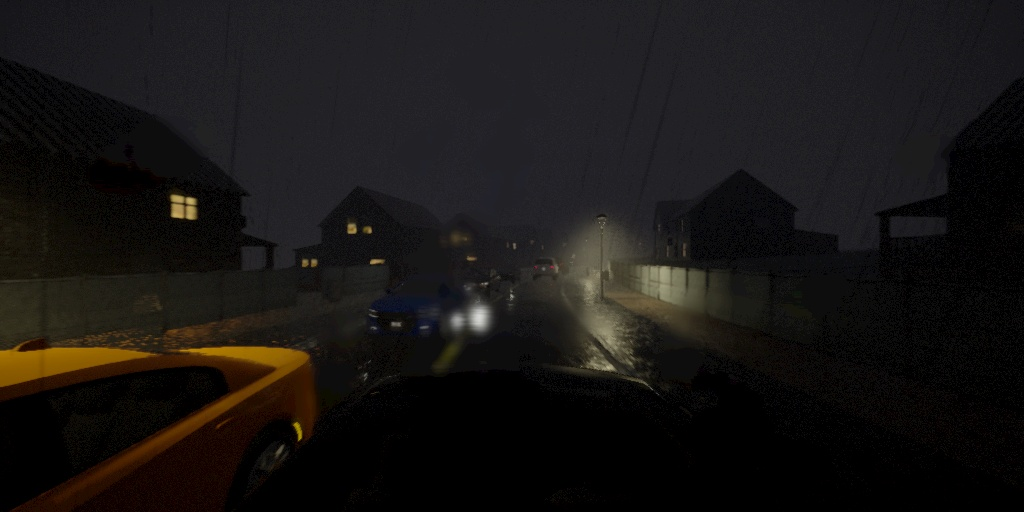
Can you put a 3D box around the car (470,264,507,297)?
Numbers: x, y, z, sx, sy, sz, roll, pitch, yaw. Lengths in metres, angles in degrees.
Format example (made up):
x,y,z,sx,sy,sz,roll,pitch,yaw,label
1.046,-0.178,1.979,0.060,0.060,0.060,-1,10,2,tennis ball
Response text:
x,y,z,sx,sy,sz,roll,pitch,yaw,label
-1.787,1.411,20.326,2.128,1.511,4.902,0,0,6,car

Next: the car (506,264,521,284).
x,y,z,sx,sy,sz,roll,pitch,yaw,label
-0.403,1.427,30.229,1.882,1.535,5.008,0,0,10,car

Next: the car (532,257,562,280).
x,y,z,sx,sy,sz,roll,pitch,yaw,label
3.268,1.164,33.935,2.150,2.045,5.566,0,0,11,car

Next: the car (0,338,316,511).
x,y,z,sx,sy,sz,roll,pitch,yaw,label
-2.688,1.228,1.187,1.882,1.535,5.008,0,-1,-1,car

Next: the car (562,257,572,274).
x,y,z,sx,sy,sz,roll,pitch,yaw,label
5.739,1.151,44.390,2.150,2.045,5.566,0,0,15,car

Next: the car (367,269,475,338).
x,y,z,sx,sy,sz,roll,pitch,yaw,label
-2.534,1.327,10.768,1.882,1.535,5.008,0,-1,3,car
